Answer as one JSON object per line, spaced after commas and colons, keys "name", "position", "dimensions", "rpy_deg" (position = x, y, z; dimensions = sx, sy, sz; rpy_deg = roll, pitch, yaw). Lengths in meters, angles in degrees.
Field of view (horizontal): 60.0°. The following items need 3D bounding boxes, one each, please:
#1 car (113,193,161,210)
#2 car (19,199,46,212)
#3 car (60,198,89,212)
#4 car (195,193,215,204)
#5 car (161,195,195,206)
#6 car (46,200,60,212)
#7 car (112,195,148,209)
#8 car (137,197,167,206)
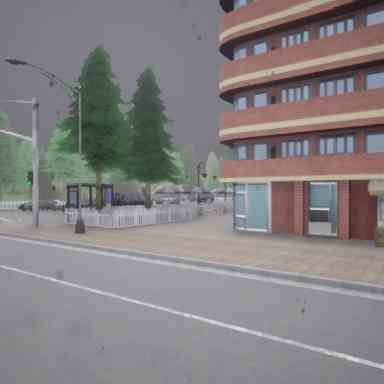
{"name": "car", "position": [-6.215, 1.163, 35.581], "dimensions": [2.150, 2.045, 5.566], "rpy_deg": [0, 0, 35]}
{"name": "car", "position": [-17.492, 1.505, 38.101], "dimensions": [1.994, 1.385, 4.181], "rpy_deg": [0, 0, 36]}
{"name": "car", "position": [-10.903, 1.446, 35.008], "dimensions": [1.837, 1.490, 4.892], "rpy_deg": [0, 0, 35]}
{"name": "car", "position": [1.543, 1.163, 59.692], "dimensions": [5.566, 2.045, 2.150], "rpy_deg": [0, 0, -34]}
{"name": "car", "position": [-2.565, 1.489, 51.949], "dimensions": [5.357, 1.411, 2.033], "rpy_deg": [0, 0, -45]}
{"name": "car", "position": [-13.574, 1.467, 37.588], "dimensions": [1.812, 1.442, 4.674], "rpy_deg": [0, 0, 36]}
{"name": "car", "position": [-8.243, 1.293, 44.844], "dimensions": [2.097, 1.767, 4.553], "rpy_deg": [0, 0, 38]}
{"name": "car", "position": [-6.322, 1.467, 52.743], "dimensions": [1.812, 1.442, 4.674], "rpy_deg": [0, 0, 42]}
